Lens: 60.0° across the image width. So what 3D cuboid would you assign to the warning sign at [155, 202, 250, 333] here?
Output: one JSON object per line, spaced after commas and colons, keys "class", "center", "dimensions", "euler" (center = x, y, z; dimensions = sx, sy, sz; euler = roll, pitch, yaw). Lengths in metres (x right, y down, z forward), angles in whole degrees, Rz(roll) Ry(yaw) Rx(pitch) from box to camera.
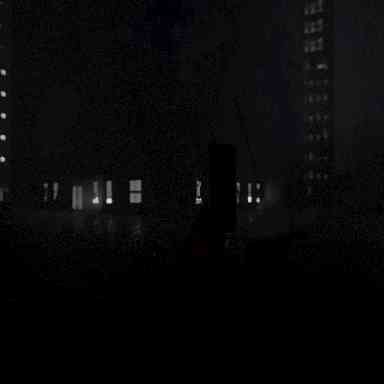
{"class": "warning sign", "center": [0.210, 1.135, 5.709], "dimensions": [1.060, 1.860, 1.300], "euler": [0, 0, 38]}
